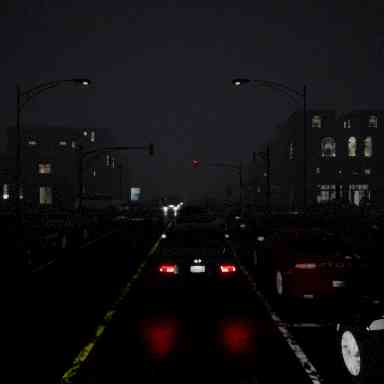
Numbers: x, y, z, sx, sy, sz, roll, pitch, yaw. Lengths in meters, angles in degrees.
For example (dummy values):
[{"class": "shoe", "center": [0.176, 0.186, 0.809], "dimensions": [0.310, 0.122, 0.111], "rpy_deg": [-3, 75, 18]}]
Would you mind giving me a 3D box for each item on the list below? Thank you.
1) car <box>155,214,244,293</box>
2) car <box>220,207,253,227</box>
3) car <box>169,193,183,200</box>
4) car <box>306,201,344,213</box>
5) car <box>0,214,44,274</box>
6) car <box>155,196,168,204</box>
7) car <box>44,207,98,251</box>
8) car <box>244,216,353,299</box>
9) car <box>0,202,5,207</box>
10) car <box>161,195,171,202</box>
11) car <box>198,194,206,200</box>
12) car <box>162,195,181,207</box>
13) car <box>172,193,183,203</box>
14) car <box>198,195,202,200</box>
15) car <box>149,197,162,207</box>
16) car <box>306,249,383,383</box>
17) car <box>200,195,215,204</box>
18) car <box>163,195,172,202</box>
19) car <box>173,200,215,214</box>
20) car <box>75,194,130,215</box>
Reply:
[{"class": "car", "center": [0.098, 1.548, 8.997], "dimensions": [2.033, 1.411, 5.357], "rpy_deg": [0, 0, 0]}, {"class": "car", "center": [2.680, 1.553, 19.698], "dimensions": [2.008, 1.369, 4.403], "rpy_deg": [0, 0, 0]}, {"class": "car", "center": [-3.110, 1.499, 61.486], "dimensions": [2.128, 1.511, 4.902], "rpy_deg": [0, 0, 0]}, {"class": "car", "center": [14.784, 1.653, 37.283], "dimensions": [4.181, 1.385, 1.994], "rpy_deg": [0, 0, 1]}, {"class": "car", "center": [-5.692, 1.441, 8.325], "dimensions": [1.967, 1.590, 4.097], "rpy_deg": [0, 0, 0]}, {"class": "car", "center": [-5.732, 1.559, 63.138], "dimensions": [2.008, 1.369, 4.403], "rpy_deg": [0, 0, 0]}, {"class": "car", "center": [-5.697, 1.552, 14.017], "dimensions": [2.008, 1.369, 4.403], "rpy_deg": [0, 0, 0]}, {"class": "car", "center": [2.688, 1.546, 8.314], "dimensions": [1.887, 1.381, 4.507], "rpy_deg": [0, 0, 0]}, {"class": "car", "center": [-25.480, 1.447, 40.470], "dimensions": [4.829, 1.417, 1.752], "rpy_deg": [0, -1, 1]}, {"class": "car", "center": [-5.739, 1.451, 74.183], "dimensions": [1.967, 1.590, 4.097], "rpy_deg": [0, 0, 0]}, {"class": "car", "center": [2.630, 1.458, 90.741], "dimensions": [1.967, 1.590, 4.097], "rpy_deg": [0, 0, 0]}, {"class": "car", "center": [-3.145, 1.532, 51.134], "dimensions": [1.812, 1.442, 4.674], "rpy_deg": [0, 0, 1]}, {"class": "car", "center": [-3.052, 1.236, 72.142], "dimensions": [2.150, 2.045, 5.566], "rpy_deg": [0, 0, 0]}, {"class": "car", "center": [2.649, 1.590, 63.130], "dimensions": [1.802, 1.307, 4.206], "rpy_deg": [0, 0, 0]}, {"class": "car", "center": [-5.724, 1.588, 52.095], "dimensions": [1.802, 1.307, 4.206], "rpy_deg": [0, 0, 0]}, {"class": "car", "center": [2.692, 1.551, 2.622], "dimensions": [2.008, 1.369, 4.403], "rpy_deg": [0, 0, 0]}, {"class": "car", "center": [2.657, 1.572, 52.088], "dimensions": [1.947, 1.339, 4.313], "rpy_deg": [0, 0, 0]}, {"class": "car", "center": [-5.743, 1.538, 79.535], "dimensions": [1.752, 1.417, 4.829], "rpy_deg": [0, 0, 0]}, {"class": "car", "center": [0.086, 1.480, 19.461], "dimensions": [1.882, 1.535, 5.008], "rpy_deg": [0, 0, 0]}, {"class": "car", "center": [-9.065, 1.200, 33.555], "dimensions": [5.566, 2.045, 2.150], "rpy_deg": [0, -1, 14]}]
